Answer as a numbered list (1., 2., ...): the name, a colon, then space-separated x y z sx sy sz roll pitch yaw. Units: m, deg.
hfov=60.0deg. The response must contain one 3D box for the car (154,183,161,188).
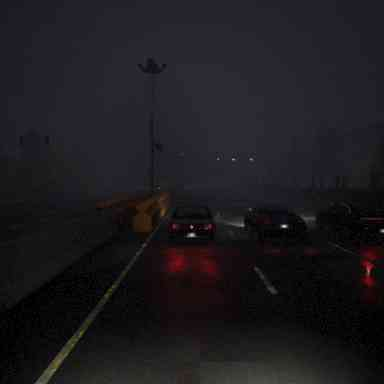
1. car: -10.050 -1.935 94.711 1.812 1.442 4.674 0 2 0

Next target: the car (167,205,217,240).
1. car: 0.007 1.235 14.646 1.895 1.301 4.718 0 2 0

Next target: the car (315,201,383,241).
1. car: 7.007 1.117 14.574 2.128 1.511 4.902 0 2 0

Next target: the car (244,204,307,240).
1. car: 3.507 1.193 14.596 1.994 1.385 4.181 0 2 0
